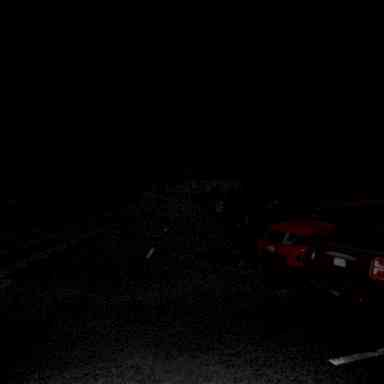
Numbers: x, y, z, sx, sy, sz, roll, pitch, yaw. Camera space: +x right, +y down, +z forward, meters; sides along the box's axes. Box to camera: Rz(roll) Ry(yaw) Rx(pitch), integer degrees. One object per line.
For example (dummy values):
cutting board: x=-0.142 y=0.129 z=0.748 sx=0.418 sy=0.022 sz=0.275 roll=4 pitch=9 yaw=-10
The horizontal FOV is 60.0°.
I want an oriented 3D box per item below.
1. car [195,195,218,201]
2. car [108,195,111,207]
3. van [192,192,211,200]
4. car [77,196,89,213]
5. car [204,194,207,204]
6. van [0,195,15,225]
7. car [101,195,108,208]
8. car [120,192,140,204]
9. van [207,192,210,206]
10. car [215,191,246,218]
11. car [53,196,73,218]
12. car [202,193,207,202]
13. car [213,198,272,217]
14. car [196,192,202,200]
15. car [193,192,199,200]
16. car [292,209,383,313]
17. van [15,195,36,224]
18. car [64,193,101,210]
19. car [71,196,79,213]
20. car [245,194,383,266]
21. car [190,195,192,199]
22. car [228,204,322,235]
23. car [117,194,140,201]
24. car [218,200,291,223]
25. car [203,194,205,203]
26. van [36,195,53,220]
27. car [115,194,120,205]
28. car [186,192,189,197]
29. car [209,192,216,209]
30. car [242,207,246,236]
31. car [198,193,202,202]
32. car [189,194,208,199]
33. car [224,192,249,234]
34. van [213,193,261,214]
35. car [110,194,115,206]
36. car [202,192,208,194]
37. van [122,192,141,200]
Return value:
car: x=3.318 y=1.347 z=76.168 sx=4.674 sy=1.452 sz=2.002 roll=1 pitch=0 yaw=-24
car: x=-13.627 y=1.415 z=43.543 sx=4.892 sy=1.521 sz=2.231 roll=-1 pitch=0 yaw=-21
van: x=2.498 y=1.059 z=85.150 sx=4.442 sy=1.987 sz=1.878 roll=1 pitch=0 yaw=-25
car: x=-13.529 y=1.461 z=34.641 sx=4.792 sy=1.488 sz=2.163 roll=-1 pitch=0 yaw=-20
car: x=4.757 y=1.388 z=43.045 sx=5.366 sy=1.575 sz=1.946 roll=1 pitch=0 yaw=-21
van: x=-13.372 y=1.234 z=19.787 sx=4.442 sy=1.987 sz=1.878 roll=-1 pitch=0 yaw=-20
car: x=-13.427 y=1.415 z=40.644 sx=5.366 sy=1.575 sz=1.946 roll=-1 pitch=0 yaw=-20
car: x=-15.084 y=1.344 z=79.133 sx=5.366 sy=1.575 sz=1.946 roll=-1 pitch=0 yaw=-24
van: x=4.506 y=1.169 z=39.916 sx=4.442 sy=1.987 sz=1.878 roll=1 pitch=0 yaw=-21
car: x=4.726 y=1.184 z=21.928 sx=5.566 sy=2.045 sz=2.435 roll=1 pitch=0 yaw=-20
car: x=-13.350 y=1.438 z=28.742 sx=5.366 sy=1.575 sz=1.946 roll=-1 pitch=0 yaw=-20
car: x=4.488 y=1.376 z=49.006 sx=4.892 sy=1.521 sz=2.231 roll=1 pitch=0 yaw=-21
car: x=4.664 y=1.416 z=30.928 sx=5.008 sy=1.535 sz=2.097 roll=1 pitch=0 yaw=-20
car: x=4.028 y=1.337 z=64.103 sx=5.008 sy=1.535 sz=2.097 roll=1 pitch=0 yaw=-23
car: x=3.852 y=1.078 z=67.106 sx=5.566 sy=2.045 sz=2.435 roll=1 pitch=0 yaw=-23
car: x=4.721 y=1.343 z=6.877 sx=4.553 sy=1.767 sz=2.185 roll=1 pitch=0 yaw=-20
van: x=-13.389 y=1.228 z=22.764 sx=4.442 sy=1.987 sz=1.878 roll=-1 pitch=0 yaw=-20
car: x=-13.602 y=1.175 z=37.589 sx=5.566 sy=2.045 sz=2.435 roll=-1 pitch=0 yaw=-20
car: x=-13.566 y=1.468 z=31.638 sx=4.792 sy=1.488 sz=2.163 roll=-1 pitch=0 yaw=-20
car: x=4.724 y=1.210 z=9.873 sx=5.566 sy=2.045 sz=2.435 roll=1 pitch=0 yaw=-20
car: x=2.863 y=1.294 z=82.193 sx=4.892 sy=1.521 sz=2.231 roll=1 pitch=0 yaw=-25
car: x=4.684 y=1.471 z=18.895 sx=4.792 sy=1.488 sz=2.163 roll=1 pitch=0 yaw=-20
car: x=-15.665 y=1.345 z=81.925 sx=5.366 sy=1.575 sz=1.946 roll=-1 pitch=0 yaw=-25
car: x=4.689 y=1.429 z=24.918 sx=5.008 sy=1.535 sz=2.097 roll=1 pitch=0 yaw=-20
car: x=4.559 y=1.382 z=45.988 sx=5.008 sy=1.535 sz=2.097 roll=1 pitch=0 yaw=-21
van: x=-13.405 y=1.222 z=25.743 sx=4.442 sy=1.987 sz=1.878 roll=-1 pitch=0 yaw=-20
car: x=-13.728 y=1.403 z=49.476 sx=5.008 sy=1.535 sz=2.097 roll=-1 pitch=0 yaw=-21
car: x=1.863 y=1.266 z=91.135 sx=5.366 sy=1.575 sz=1.946 roll=1 pitch=0 yaw=-26
car: x=4.701 y=1.172 z=27.937 sx=5.566 sy=2.045 sz=2.435 roll=1 pitch=0 yaw=-20
car: x=4.709 y=1.484 z=12.883 sx=4.792 sy=1.488 sz=2.163 roll=1 pitch=0 yaw=-20
car: x=4.260 y=1.352 z=58.070 sx=5.008 sy=1.535 sz=2.097 roll=1 pitch=0 yaw=-22
car: x=1.904 y=1.299 z=94.196 sx=4.792 sy=1.488 sz=2.163 roll=1 pitch=0 yaw=-26
car: x=4.702 y=1.197 z=15.887 sx=5.566 sy=2.045 sz=2.435 roll=1 pitch=0 yaw=-20
van: x=4.543 y=1.182 z=33.891 sx=4.442 sy=1.987 sz=1.878 roll=1 pitch=0 yaw=-20
car: x=-13.651 y=1.283 z=46.521 sx=4.553 sy=1.767 sz=2.185 roll=-1 pitch=0 yaw=-21
car: x=4.415 y=1.241 z=52.024 sx=4.553 sy=1.767 sz=2.185 roll=1 pitch=0 yaw=-22
van: x=-15.943 y=1.107 z=87.951 sx=4.442 sy=1.987 sz=1.878 roll=-1 pitch=0 yaw=-25
